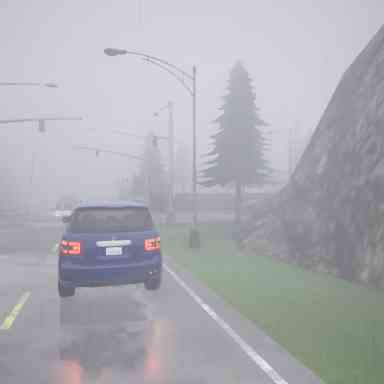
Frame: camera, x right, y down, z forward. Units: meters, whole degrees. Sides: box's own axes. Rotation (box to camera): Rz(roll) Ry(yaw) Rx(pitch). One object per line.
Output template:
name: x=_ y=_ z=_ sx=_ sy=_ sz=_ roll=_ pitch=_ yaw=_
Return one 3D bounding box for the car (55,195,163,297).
car: x=-2.248 y=1.221 z=8.924 sx=2.150 sy=2.045 sz=5.566 roll=0 pitch=0 yaw=-16

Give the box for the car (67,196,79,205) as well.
car: x=-22.205 y=1.564 z=62.174 sx=1.994 sy=1.385 sz=4.181 roll=0 pitch=0 yaw=-17

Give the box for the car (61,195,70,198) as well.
car: x=-16.394 y=1.492 z=42.874 sx=2.128 sy=1.511 sz=4.902 roll=0 pitch=0 yaw=-17

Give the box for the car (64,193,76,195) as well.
car: x=-19.364 y=1.221 z=52.658 sx=2.150 sy=2.045 sz=5.566 roll=0 pitch=0 yaw=-17

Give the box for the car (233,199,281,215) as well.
car: x=6.511 y=1.505 z=33.284 sx=4.892 sy=1.490 sz=1.837 roll=0 pitch=0 yaw=-18

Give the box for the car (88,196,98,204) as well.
car: x=-19.240 y=1.526 z=64.582 sx=1.812 sy=1.442 sz=4.674 roll=0 pitch=0 yaw=-17
